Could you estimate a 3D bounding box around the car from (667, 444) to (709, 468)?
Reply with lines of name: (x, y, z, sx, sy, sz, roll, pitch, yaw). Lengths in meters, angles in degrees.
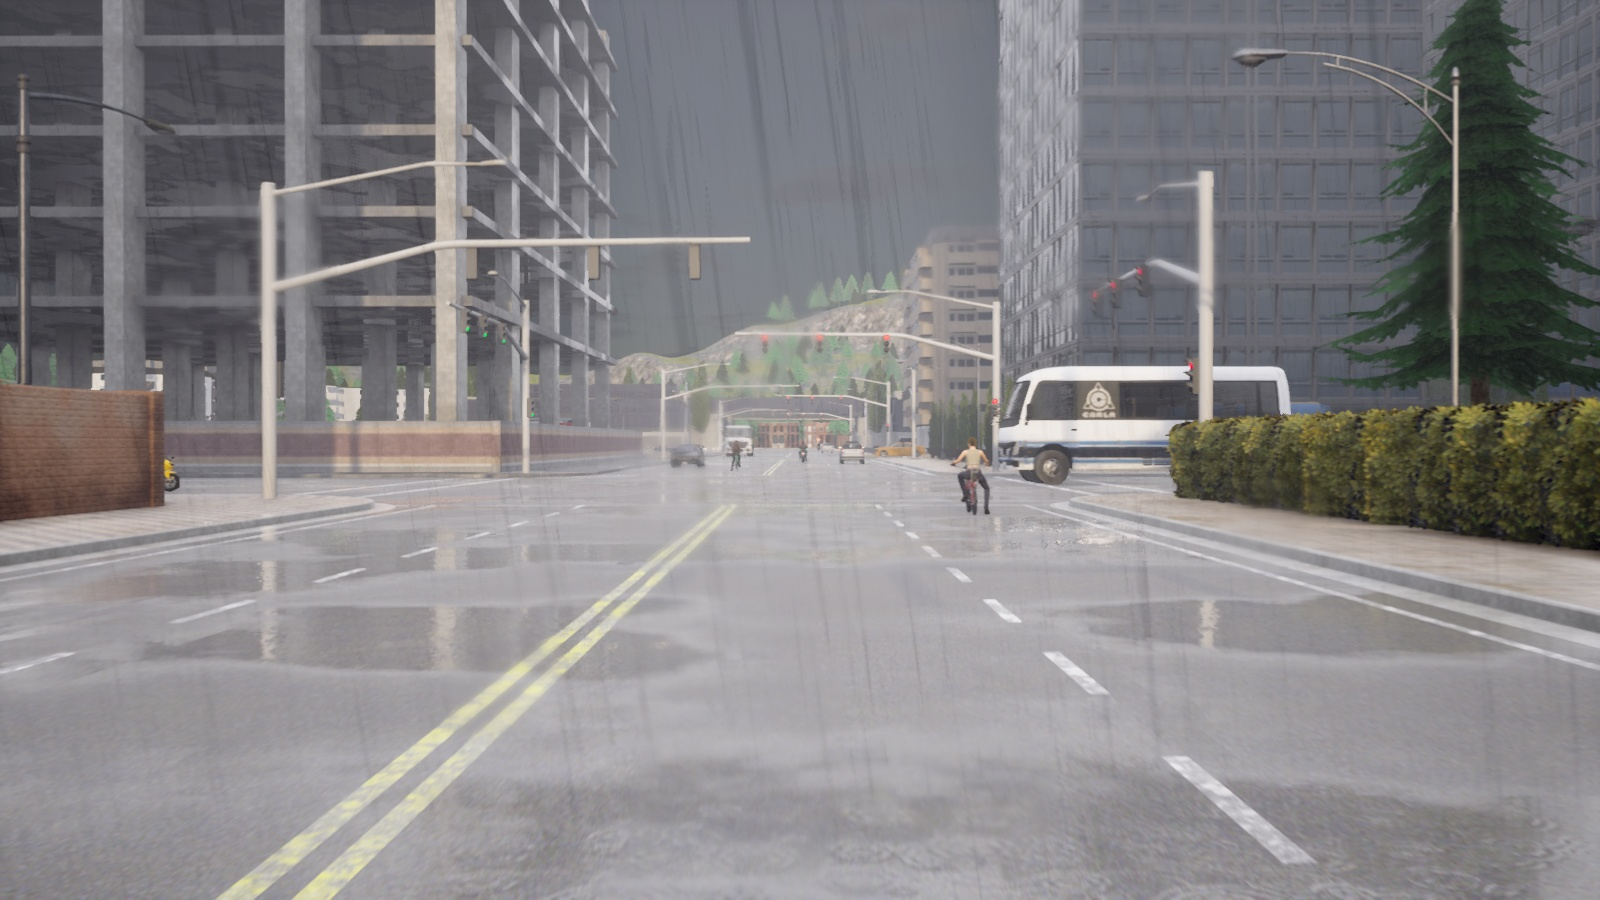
car: (-6.781, 0.357, 76.583, 2.033, 1.411, 5.357, 0, 0, 0)

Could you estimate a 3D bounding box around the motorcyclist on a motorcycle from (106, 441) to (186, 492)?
motorcyclist on a motorcycle: (-19.916, 0.497, 38.267, 2.044, 1.523, 0.797, 0, 0, 0)

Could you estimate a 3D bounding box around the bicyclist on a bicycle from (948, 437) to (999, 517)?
bicyclist on a bicycle: (3.579, 0.539, 26.069, 0.866, 1.612, 1.509, 0, 0, 1)

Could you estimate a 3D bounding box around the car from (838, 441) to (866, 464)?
car: (3.757, 0.138, 90.518, 1.851, 1.617, 3.988, 0, 0, 0)

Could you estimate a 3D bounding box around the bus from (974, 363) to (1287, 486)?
bus: (11.754, -0.877, 45.490, 10.273, 4.253, 3.944, 0, 0, -1)
